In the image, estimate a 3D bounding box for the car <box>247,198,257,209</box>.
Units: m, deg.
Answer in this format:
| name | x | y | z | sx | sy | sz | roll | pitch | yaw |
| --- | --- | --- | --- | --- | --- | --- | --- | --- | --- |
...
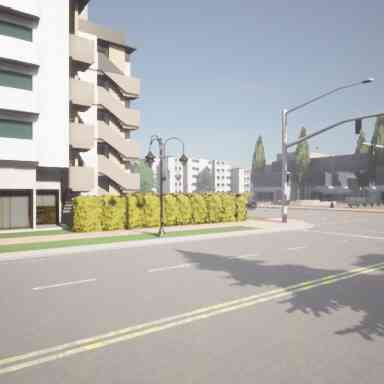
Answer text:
| name | x | y | z | sx | sy | sz | roll | pitch | yaw |
| --- | --- | --- | --- | --- | --- | --- | --- | --- | --- |
| car | 6.483 | 1.525 | 43.518 | 1.812 | 1.442 | 4.674 | 0 | 0 | -35 |
